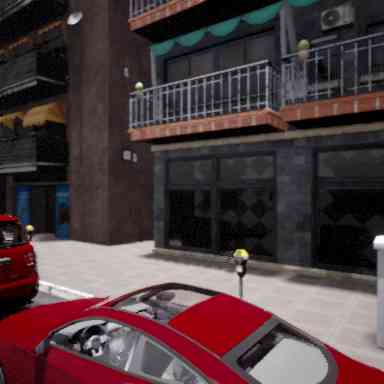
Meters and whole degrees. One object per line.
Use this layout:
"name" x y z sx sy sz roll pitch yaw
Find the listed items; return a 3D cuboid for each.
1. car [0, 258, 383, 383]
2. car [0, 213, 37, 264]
"car" -0.405 1.576 3.167 4.206 1.307 1.802 0 0 36
"car" -4.985 1.294 6.438 5.009 1.841 2.192 0 0 36
